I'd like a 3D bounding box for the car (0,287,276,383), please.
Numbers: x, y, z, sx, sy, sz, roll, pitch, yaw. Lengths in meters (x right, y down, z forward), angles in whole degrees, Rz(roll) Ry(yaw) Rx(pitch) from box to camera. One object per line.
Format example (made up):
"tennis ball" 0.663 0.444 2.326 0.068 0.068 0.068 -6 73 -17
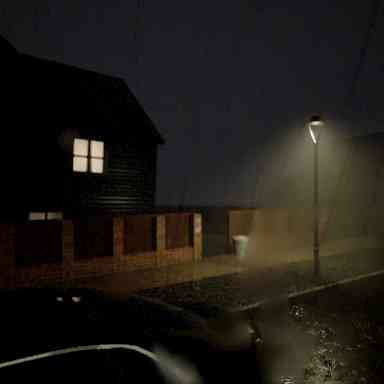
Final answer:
"car" -1.628 1.506 1.835 4.892 1.490 1.837 0 0 -35
